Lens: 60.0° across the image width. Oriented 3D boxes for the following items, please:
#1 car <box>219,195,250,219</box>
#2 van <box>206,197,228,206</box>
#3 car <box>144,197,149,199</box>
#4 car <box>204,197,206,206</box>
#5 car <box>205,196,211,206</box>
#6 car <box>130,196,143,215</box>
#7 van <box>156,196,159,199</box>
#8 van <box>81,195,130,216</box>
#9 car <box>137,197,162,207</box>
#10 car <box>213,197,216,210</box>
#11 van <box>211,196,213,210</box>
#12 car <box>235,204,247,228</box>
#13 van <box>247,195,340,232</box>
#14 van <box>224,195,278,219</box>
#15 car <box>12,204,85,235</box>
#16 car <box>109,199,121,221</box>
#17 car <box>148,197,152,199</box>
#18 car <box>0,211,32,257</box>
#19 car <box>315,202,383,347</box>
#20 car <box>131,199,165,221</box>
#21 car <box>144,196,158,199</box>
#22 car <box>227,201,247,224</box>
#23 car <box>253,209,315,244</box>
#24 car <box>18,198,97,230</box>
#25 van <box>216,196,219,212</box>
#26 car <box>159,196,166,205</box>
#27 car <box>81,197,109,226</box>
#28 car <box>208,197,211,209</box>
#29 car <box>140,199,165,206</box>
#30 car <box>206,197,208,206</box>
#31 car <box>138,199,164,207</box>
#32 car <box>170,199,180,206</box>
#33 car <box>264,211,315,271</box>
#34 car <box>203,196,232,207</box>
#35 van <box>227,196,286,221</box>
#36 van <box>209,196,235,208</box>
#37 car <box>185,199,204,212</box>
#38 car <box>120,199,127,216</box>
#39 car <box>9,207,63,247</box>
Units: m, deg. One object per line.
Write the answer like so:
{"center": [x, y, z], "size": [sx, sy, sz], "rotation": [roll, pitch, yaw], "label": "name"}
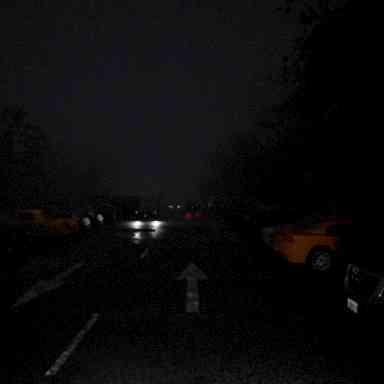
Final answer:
{"center": [5.005, 1.265, 24.178], "size": [5.566, 2.045, 2.435], "rotation": [0, 0, 0], "label": "car"}
{"center": [5.140, 1.944, 68.473], "size": [4.442, 1.987, 1.878], "rotation": [0, -1, 0], "label": "van"}
{"center": [-8.048, 1.699, 40.818], "size": [4.674, 1.452, 2.002], "rotation": [0, -1, 0], "label": "car"}
{"center": [5.018, 1.998, 60.042], "size": [4.892, 1.521, 2.231], "rotation": [0, -1, 0], "label": "car"}
{"center": [5.022, 1.853, 51.857], "size": [5.008, 1.535, 2.097], "rotation": [0, -1, 0], "label": "car"}
{"center": [-8.020, 1.277, 32.511], "size": [5.566, 2.045, 2.435], "rotation": [0, 0, 0], "label": "car"}
{"center": [-7.936, 1.629, 51.926], "size": [4.442, 1.987, 1.878], "rotation": [0, -1, 0], "label": "van"}
{"center": [-8.164, 1.298, 29.735], "size": [4.442, 1.987, 1.878], "rotation": [0, 0, 0], "label": "van"}
{"center": [-8.024, 1.927, 63.022], "size": [4.553, 1.767, 2.185], "rotation": [0, -1, 0], "label": "car"}
{"center": [5.036, 1.559, 35.114], "size": [5.008, 1.535, 2.097], "rotation": [0, -1, 0], "label": "car"}
{"center": [5.146, 1.480, 43.427], "size": [4.442, 1.987, 1.878], "rotation": [0, -1, 0], "label": "van"}
{"center": [5.033, 1.548, 18.512], "size": [4.674, 1.452, 2.002], "rotation": [0, 0, 0], "label": "car"}
{"center": [5.152, 1.278, 15.868], "size": [4.442, 1.987, 1.878], "rotation": [0, 0, 0], "label": "van"}
{"center": [5.149, 1.299, 29.594], "size": [4.442, 1.987, 1.878], "rotation": [0, 0, 0], "label": "van"}
{"center": [-8.230, 1.501, 15.853], "size": [5.366, 1.575, 1.946], "rotation": [0, 0, 0], "label": "car"}
{"center": [-8.052, 1.516, 24.182], "size": [5.008, 1.535, 2.097], "rotation": [0, 0, 0], "label": "car"}
{"center": [-8.081, 1.738, 43.595], "size": [4.792, 1.488, 2.163], "rotation": [0, -1, 0], "label": "car"}
{"center": [-8.036, 1.497, 10.301], "size": [4.892, 1.521, 2.231], "rotation": [0, 0, 0], "label": "car"}
{"center": [5.010, 1.236, 4.661], "size": [5.566, 2.045, 2.435], "rotation": [0, 0, 0], "label": "car"}
{"center": [-3.594, 1.567, 27.952], "size": [1.812, 1.442, 4.674], "rotation": [0, 0, 0], "label": "car"}
{"center": [-8.047, 1.805, 49.146], "size": [5.008, 1.535, 2.097], "rotation": [0, -1, 0], "label": "car"}
{"center": [5.029, 1.512, 21.283], "size": [5.008, 1.535, 2.097], "rotation": [0, 0, 0], "label": "car"}
{"center": [5.039, 1.540, 13.097], "size": [4.674, 1.452, 2.002], "rotation": [0, 0, 0], "label": "car"}
{"center": [-8.076, 1.382, 18.630], "size": [4.553, 1.767, 2.185], "rotation": [0, 0, 0], "label": "car"}
{"center": [4.915, 1.303, 32.497], "size": [4.442, 1.987, 1.878], "rotation": [0, -1, 0], "label": "van"}
{"center": [-8.083, 1.749, 60.253], "size": [5.566, 2.045, 2.435], "rotation": [0, -1, 0], "label": "car"}
{"center": [-8.077, 1.386, 21.406], "size": [4.553, 1.767, 2.185], "rotation": [0, 0, 0], "label": "car"}
{"center": [5.022, 1.755, 46.192], "size": [4.892, 1.521, 2.231], "rotation": [0, -1, 0], "label": "car"}
{"center": [-8.052, 2.174, 68.567], "size": [4.892, 1.521, 2.231], "rotation": [0, -1, 0], "label": "car"}
{"center": [5.022, 1.802, 48.962], "size": [5.008, 1.535, 2.097], "rotation": [0, -1, 0], "label": "car"}
{"center": [-8.050, 2.108, 65.796], "size": [5.008, 1.535, 2.097], "rotation": [0, -1, 0], "label": "car"}
{"center": [-3.517, 2.189, 69.395], "size": [1.882, 1.535, 5.008], "rotation": [0, -1, 0], "label": "car"}
{"center": [5.032, 1.495, 10.202], "size": [5.008, 1.535, 2.097], "rotation": [0, 0, 0], "label": "car"}
{"center": [5.051, 1.851, 65.582], "size": [5.566, 2.045, 2.435], "rotation": [0, -1, 0], "label": "car"}
{"center": [5.150, 1.295, 26.949], "size": [4.442, 1.987, 1.878], "rotation": [0, 0, 0], "label": "van"}
{"center": [5.142, 1.723, 57.276], "size": [4.442, 1.987, 1.878], "rotation": [0, -1, 0], "label": "van"}
{"center": [0.090, 1.701, 42.549], "size": [2.128, 1.511, 4.902], "rotation": [0, -1, 0], "label": "car"}
{"center": [-8.044, 1.560, 26.958], "size": [4.674, 1.452, 2.002], "rotation": [0, 0, 0], "label": "car"}
{"center": [-8.050, 1.501, 13.077], "size": [4.892, 1.521, 2.231], "rotation": [0, 0, 0], "label": "car"}
